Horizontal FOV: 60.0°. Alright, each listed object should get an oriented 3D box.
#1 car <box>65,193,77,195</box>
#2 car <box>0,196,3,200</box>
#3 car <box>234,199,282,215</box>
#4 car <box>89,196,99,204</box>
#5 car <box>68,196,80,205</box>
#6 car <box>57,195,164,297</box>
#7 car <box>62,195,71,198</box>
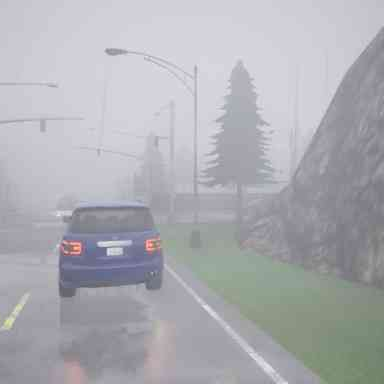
[{"bbox_3d":[-19.119,1.221,52.437,2.150,2.045,5.566,0,0,-17],"label":"car"},{"bbox_3d":[-36.278,1.374,61.347,1.845,1.501,3.633,0,0,-16],"label":"car"},{"bbox_3d":[6.623,1.505,33.222,4.892,1.490,1.837,0,0,-18],"label":"car"},{"bbox_3d":[-19.029,1.526,64.602,1.812,1.442,4.674,0,0,-17],"label":"car"},{"bbox_3d":[-21.980,1.564,62.130,1.994,1.385,4.181,0,0,-16],"label":"car"},{"bbox_3d":[-2.214,1.221,8.890,2.150,2.045,5.566,0,0,-16],"label":"car"},{"bbox_3d":[-16.252,1.492,42.885,2.128,1.511,4.902,0,0,-17],"label":"car"}]
